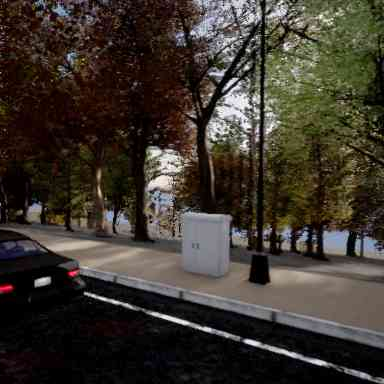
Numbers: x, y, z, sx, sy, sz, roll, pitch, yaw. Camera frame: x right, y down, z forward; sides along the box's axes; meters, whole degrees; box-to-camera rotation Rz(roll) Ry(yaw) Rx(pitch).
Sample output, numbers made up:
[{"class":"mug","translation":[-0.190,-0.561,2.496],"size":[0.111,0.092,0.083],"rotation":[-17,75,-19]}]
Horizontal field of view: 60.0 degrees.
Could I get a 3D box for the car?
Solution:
[{"class":"car","translation":[-4.467,1.488,6.867],"size":[5.357,1.411,2.033],"rotation":[1,0,36]}]
